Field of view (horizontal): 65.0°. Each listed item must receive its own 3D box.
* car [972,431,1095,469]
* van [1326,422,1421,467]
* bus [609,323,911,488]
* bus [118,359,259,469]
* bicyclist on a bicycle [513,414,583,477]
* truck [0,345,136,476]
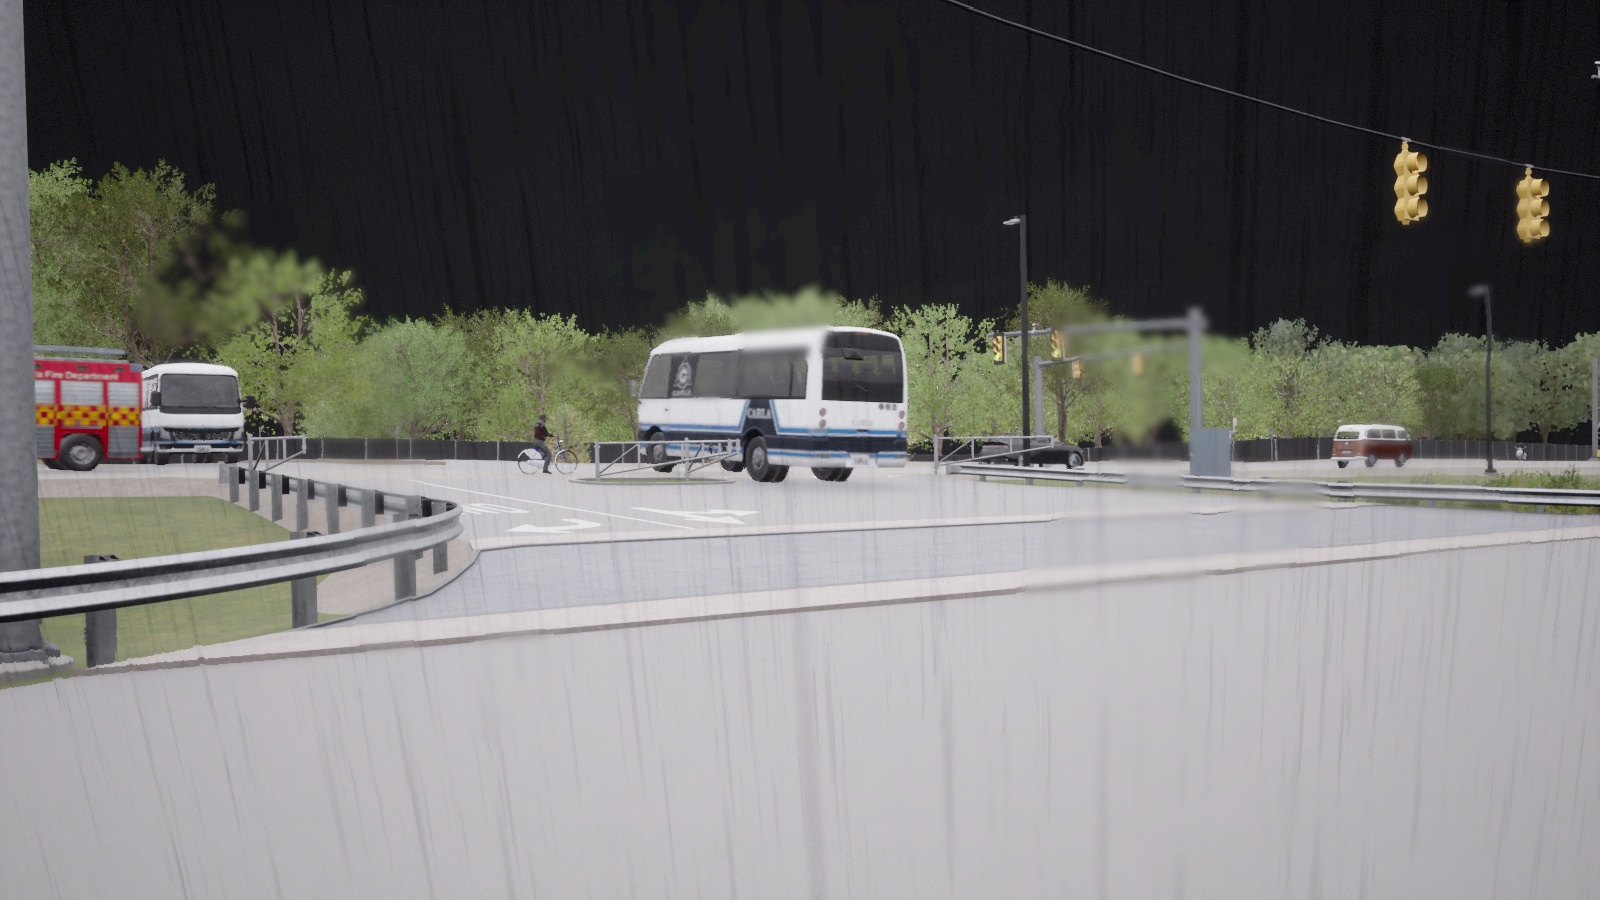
[{"bbox_3d":[9.674,-0.004,51.922,4.902,1.511,2.128,0,0,-34],"label":"car"},{"bbox_3d":[27.195,-0.260,59.540,4.480,2.038,2.069,0,0,-34],"label":"van"},{"bbox_3d":[-1.576,-1.302,37.745,3.944,4.253,10.273,0,2,-35],"label":"bus"},{"bbox_3d":[-26.585,-1.389,54.204,3.944,4.253,10.273,-1,0,-34],"label":"bus"},{"bbox_3d":[-7.273,-0.128,36.229,1.843,1.776,0.659,0,2,-34],"label":"bicyclist on a bicycle"},{"bbox_3d":[-24.770,-1.148,37.292,8.468,3.827,2.891,0,0,-42],"label":"truck"}]
